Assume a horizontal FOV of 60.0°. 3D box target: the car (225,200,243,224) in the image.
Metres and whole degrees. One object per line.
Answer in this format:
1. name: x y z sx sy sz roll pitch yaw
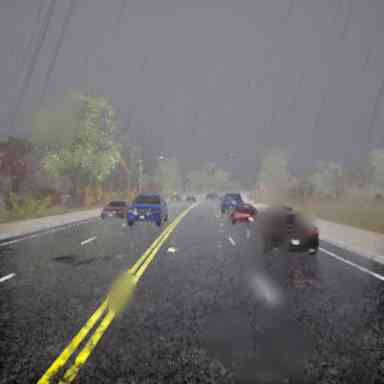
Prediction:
1. car: 3.681 1.498 24.072 1.994 1.385 4.181 0 0 2

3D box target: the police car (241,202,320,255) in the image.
1. police car: 3.384 1.395 13.261 1.930 1.638 5.238 0 0 1

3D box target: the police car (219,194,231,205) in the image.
1. police car: 5.605 1.217 56.900 1.930 1.638 5.238 0 0 5

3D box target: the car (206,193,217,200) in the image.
1. car: 4.286 0.987 77.895 1.837 1.490 4.892 0 0 7

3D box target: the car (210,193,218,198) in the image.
1. car: 6.199 0.948 93.256 1.837 1.490 4.892 0 0 8

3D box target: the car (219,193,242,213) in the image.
1. car: 4.153 1.115 35.017 2.150 2.045 5.566 0 0 3

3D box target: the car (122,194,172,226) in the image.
1. car: -2.941 1.159 22.966 2.150 2.045 5.566 0 0 2

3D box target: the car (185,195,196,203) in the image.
1. car: -0.244 1.310 64.675 1.994 1.385 4.181 0 0 6

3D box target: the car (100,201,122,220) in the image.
1. car: -6.029 1.448 27.285 1.812 1.442 4.674 0 0 2

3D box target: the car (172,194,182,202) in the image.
1. car: -3.193 1.262 68.003 2.128 1.511 4.902 0 0 6

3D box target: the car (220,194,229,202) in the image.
1. car: 6.573 1.233 67.674 1.837 1.490 4.892 0 0 6
